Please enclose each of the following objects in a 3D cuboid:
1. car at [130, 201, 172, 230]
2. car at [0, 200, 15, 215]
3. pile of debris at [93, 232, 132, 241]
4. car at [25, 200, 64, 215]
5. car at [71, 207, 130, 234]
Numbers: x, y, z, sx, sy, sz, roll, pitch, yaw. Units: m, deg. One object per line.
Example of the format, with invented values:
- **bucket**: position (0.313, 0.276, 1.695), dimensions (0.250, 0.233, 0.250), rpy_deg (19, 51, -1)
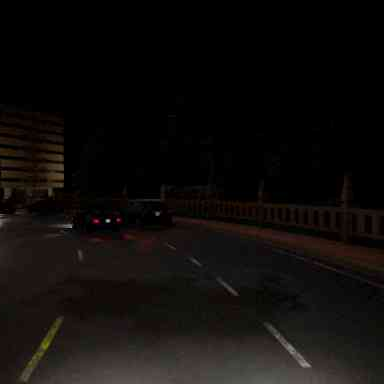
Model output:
- **car**: position (-3.113, 1.344, 21.578), dimensions (2.097, 1.767, 4.553), rpy_deg (0, 0, -30)
- **car**: position (-19.777, 1.563, 33.356), dimensions (5.008, 1.535, 1.882), rpy_deg (0, 0, 33)
- **pile of debris**: position (-3.951, 2.180, 16.383), dimensions (1.500, 0.140, 1.860), rpy_deg (0, 0, -26)
- **car**: position (-15.477, 1.533, 34.672), dimensions (5.008, 1.535, 1.882), rpy_deg (0, 0, 35)
- **car**: position (-5.697, 1.559, 19.512), dimensions (2.033, 1.411, 5.357), rpy_deg (0, 0, -31)
